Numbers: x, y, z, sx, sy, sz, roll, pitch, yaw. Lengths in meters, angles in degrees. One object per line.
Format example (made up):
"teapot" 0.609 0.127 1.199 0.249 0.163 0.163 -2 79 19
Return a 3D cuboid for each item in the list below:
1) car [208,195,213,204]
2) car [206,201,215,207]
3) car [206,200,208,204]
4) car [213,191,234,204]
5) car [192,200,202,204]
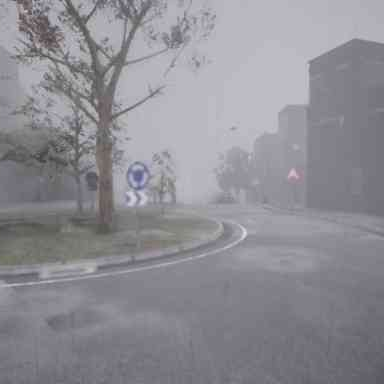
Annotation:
"car" 4.225 1.348 54.988 2.150 2.045 5.566 0 -3 0
"car" 4.255 2.835 77.641 1.812 1.442 4.674 0 -3 0
"car" 4.240 2.076 67.208 2.150 2.045 5.566 0 -3 0
"car" 4.242 0.754 43.429 2.097 1.767 4.553 0 -5 0
"car" 1.027 2.273 66.038 2.128 1.511 4.902 0 -4 1
